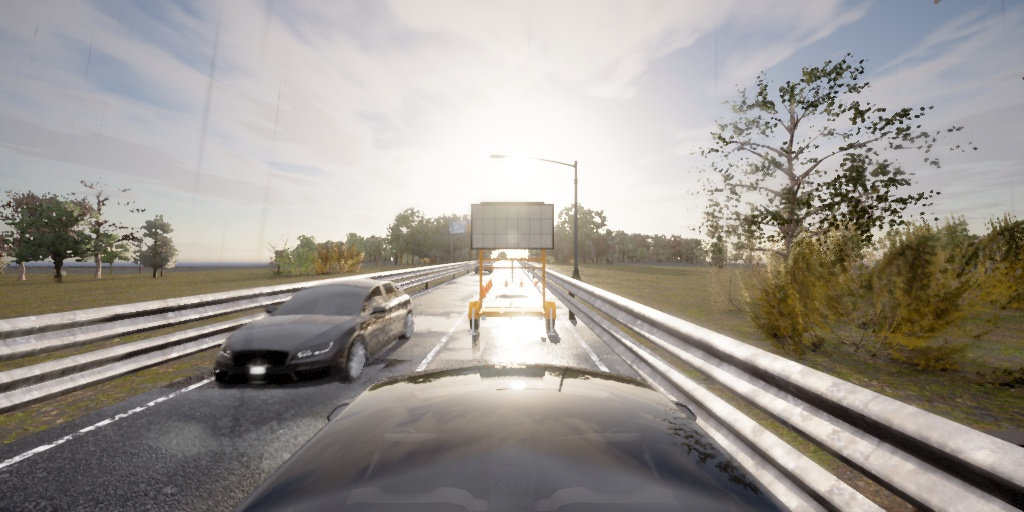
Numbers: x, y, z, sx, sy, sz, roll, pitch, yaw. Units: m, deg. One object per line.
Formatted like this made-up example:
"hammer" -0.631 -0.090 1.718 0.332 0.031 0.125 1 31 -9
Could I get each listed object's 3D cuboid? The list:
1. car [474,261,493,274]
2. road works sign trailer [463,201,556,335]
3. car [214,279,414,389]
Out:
"car" -3.234 1.256 41.149 2.128 1.511 4.902 0 0 0
"road works sign trailer" 0.014 0.218 10.494 2.380 3.560 2.880 0 0 0
"car" -3.348 1.257 7.151 1.837 1.490 4.892 0 0 0
